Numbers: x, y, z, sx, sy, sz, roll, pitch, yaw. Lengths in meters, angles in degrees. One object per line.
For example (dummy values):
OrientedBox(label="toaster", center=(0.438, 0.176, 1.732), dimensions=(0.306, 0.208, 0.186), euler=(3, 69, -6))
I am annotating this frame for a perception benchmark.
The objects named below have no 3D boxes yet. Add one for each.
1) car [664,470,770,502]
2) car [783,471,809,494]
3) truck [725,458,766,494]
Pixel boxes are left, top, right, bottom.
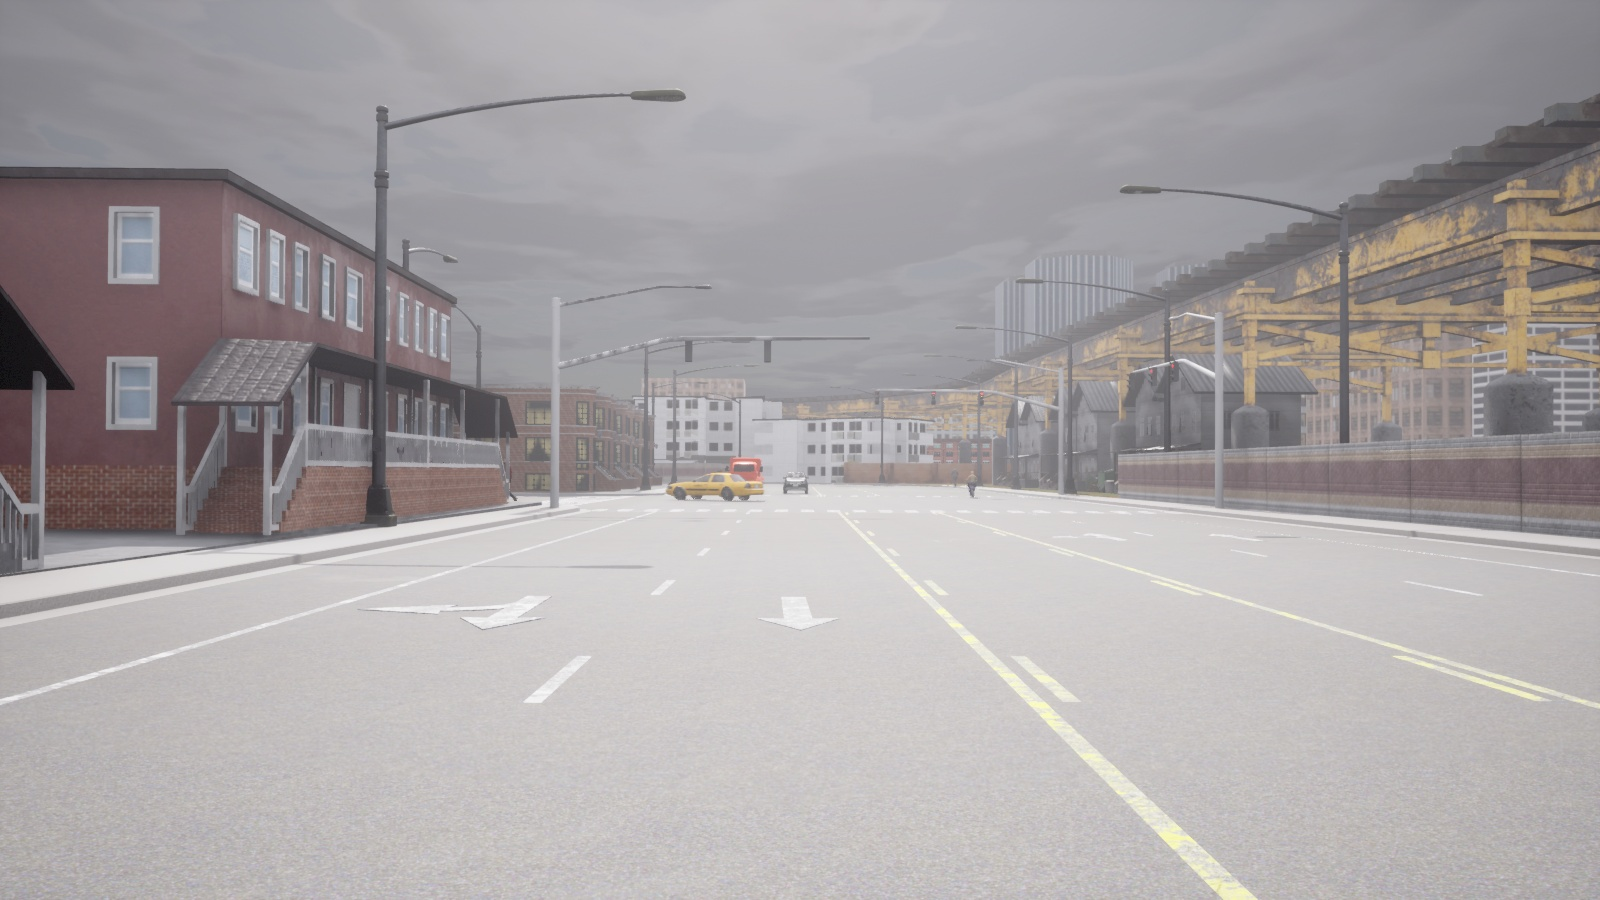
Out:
OrientedBox(label="car", center=(-4.323, 1.865, 65.339), dimensions=(5.366, 1.575, 1.801), euler=(-1, -1, 28))
OrientedBox(label="car", center=(-0.259, 2.240, 86.340), dimensions=(1.789, 1.549, 3.705), euler=(0, -1, 0))
OrientedBox(label="truck", center=(-3.769, 1.805, 87.320), dimensions=(2.627, 2.467, 5.204), euler=(0, -1, 0))
